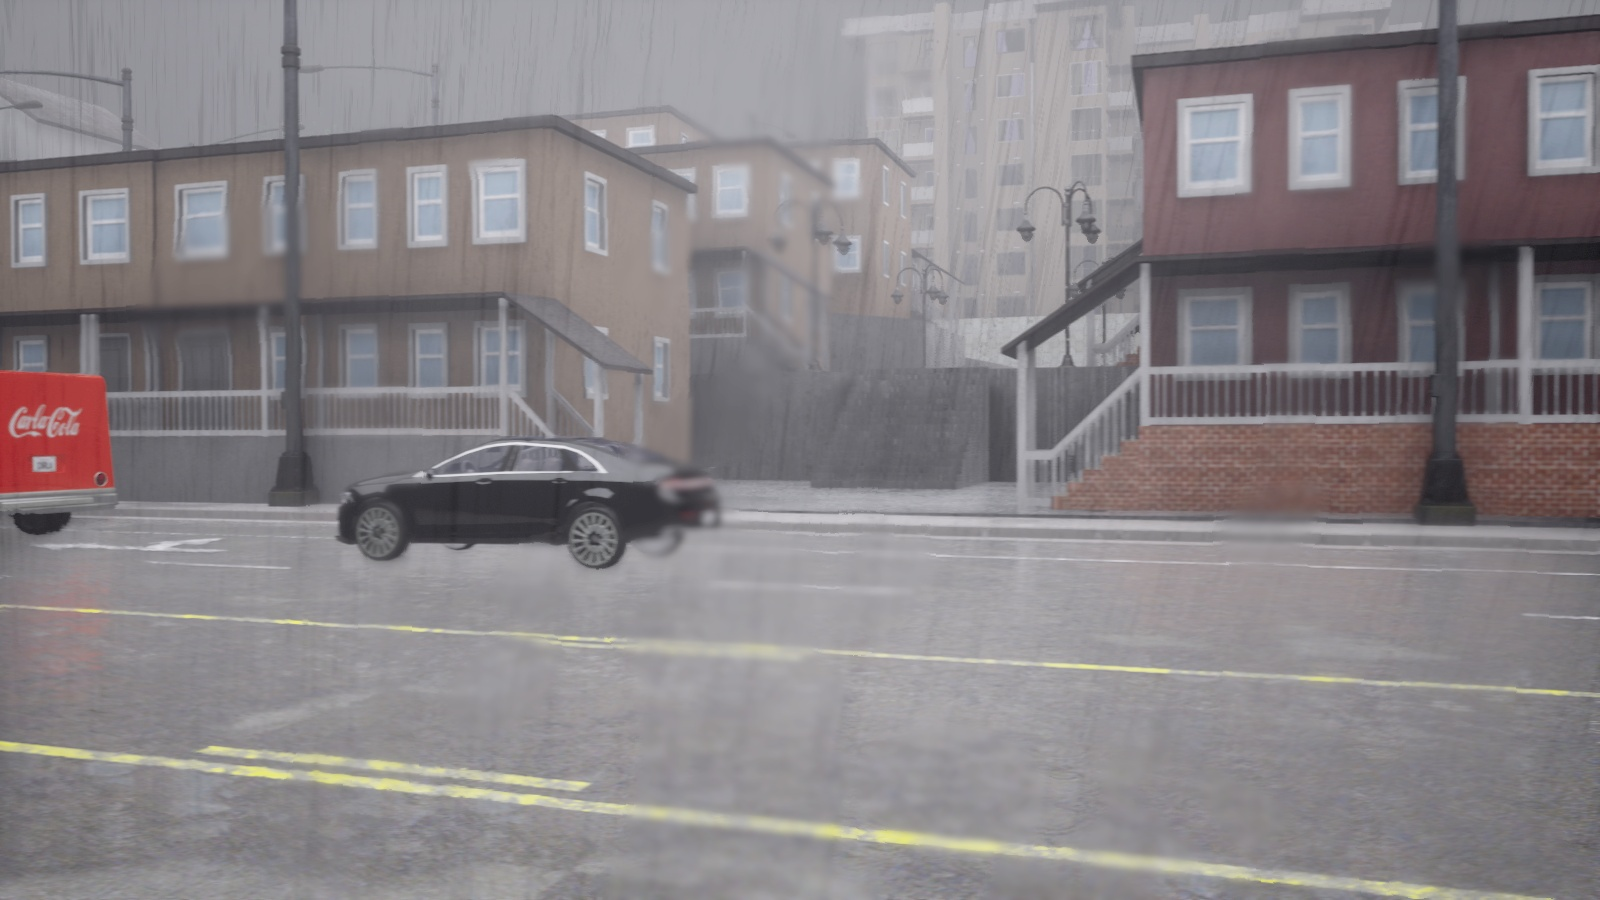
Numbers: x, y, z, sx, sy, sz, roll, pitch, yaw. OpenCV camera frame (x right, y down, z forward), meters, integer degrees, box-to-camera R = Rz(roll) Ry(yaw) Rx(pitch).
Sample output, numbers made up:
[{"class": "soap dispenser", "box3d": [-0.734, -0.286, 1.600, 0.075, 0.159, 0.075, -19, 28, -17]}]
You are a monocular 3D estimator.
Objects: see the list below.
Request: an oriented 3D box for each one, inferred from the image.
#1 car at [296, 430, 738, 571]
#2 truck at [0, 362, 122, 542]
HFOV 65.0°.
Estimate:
[{"class": "car", "box3d": [-3.432, 0.523, 15.428, 4.902, 1.511, 2.128, 1, 1, 19]}, {"class": "truck", "box3d": [-13.211, -0.010, 18.709, 5.204, 2.467, 2.627, 1, 1, 19]}]
